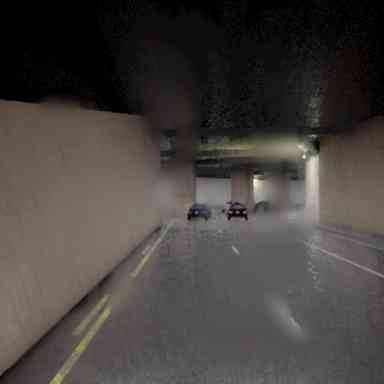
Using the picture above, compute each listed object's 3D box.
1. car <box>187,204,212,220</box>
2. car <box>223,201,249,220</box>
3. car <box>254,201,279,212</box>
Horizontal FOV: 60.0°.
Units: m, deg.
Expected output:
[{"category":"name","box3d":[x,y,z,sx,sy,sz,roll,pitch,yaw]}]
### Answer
[{"category":"car","box3d":[0.727,1.801,30.803,2.033,1.411,5.357,0,-1,8]},{"category":"car","box3d":[4.294,1.805,31.124,2.033,1.411,5.357,0,0,9]},{"category":"car","box3d":[9.877,1.891,44.033,1.812,1.442,4.674,0,0,37]}]
